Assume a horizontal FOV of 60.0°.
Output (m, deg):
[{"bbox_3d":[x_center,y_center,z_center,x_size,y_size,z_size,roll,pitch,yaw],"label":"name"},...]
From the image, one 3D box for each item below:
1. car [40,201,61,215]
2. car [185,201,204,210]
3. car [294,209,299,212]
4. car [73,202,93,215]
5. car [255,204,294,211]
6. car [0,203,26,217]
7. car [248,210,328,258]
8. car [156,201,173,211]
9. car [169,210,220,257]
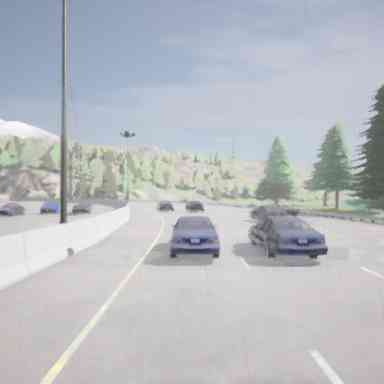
[{"bbox_3d":[-16.603,1.860,39.586,1.882,1.535,5.008,0,-1,-11],"label":"car"},{"bbox_3d":[0.267,1.951,46.002,1.837,1.490,4.892,1,0,-13],"label":"car"},{"bbox_3d":[9.223,1.936,34.609,1.895,1.301,4.718,0,-1,-8],"label":"car"},{"bbox_3d":[-13.190,1.939,40.520,2.033,1.411,5.357,0,-1,-10],"label":"car"},{"bbox_3d":[6.422,1.822,28.322,2.033,1.411,5.357,0,-1,-6],"label":"car"},{"bbox_3d":[-19.404,1.890,35.507,2.033,1.411,5.357,0,-1,-9],"label":"car"},{"bbox_3d":[3.581,1.677,13.307,2.033,1.411,5.357,0,-1,0],"label":"car"},{"bbox_3d":[-4.010,1.998,48.846,1.812,1.442,4.674,0,-1,-14],"label":"car"},{"bbox_3d":[0.079,1.678,13.438,2.033,1.411,5.357,0,-1,-1],"label":"car"}]
